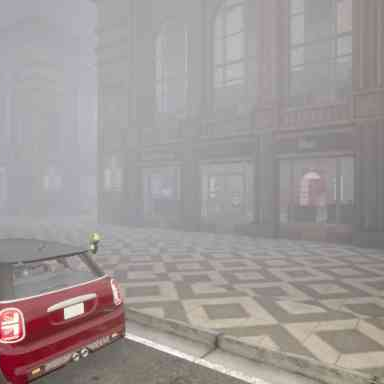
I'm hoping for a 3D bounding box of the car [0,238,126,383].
[{"bbox_3d":[-2.983,1.440,5.092,4.097,1.590,1.967,0,0,36],"label":"car"}]
